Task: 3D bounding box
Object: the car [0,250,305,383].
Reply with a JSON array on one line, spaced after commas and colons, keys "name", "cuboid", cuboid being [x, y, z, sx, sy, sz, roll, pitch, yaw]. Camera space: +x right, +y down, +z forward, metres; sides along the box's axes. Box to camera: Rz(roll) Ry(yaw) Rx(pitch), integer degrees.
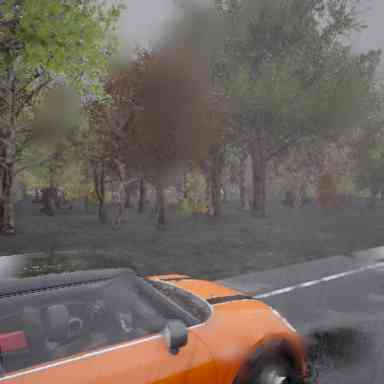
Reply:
[{"name": "car", "cuboid": [-1.042, 1.348, 3.002, 4.553, 1.767, 2.097, 0, 0, -35]}]
